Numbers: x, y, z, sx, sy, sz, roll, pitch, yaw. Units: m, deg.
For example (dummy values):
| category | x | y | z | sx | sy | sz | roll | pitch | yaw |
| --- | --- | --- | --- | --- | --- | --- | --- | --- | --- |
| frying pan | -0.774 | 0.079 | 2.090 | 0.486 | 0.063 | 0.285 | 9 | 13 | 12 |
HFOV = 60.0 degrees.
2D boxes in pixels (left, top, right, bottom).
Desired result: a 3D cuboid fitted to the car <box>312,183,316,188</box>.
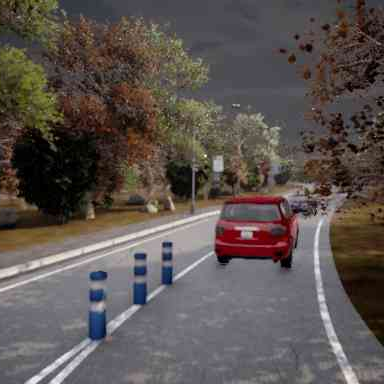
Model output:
| category | x | y | z | sx | sy | sz | roll | pitch | yaw |
| --- | --- | --- | --- | --- | --- | --- | --- | --- | --- |
| car | 23.373 | -1.043 | 61.623 | 2.128 | 1.511 | 4.902 | 0 | 3 | 25 |

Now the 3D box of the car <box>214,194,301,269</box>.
| category | x | y | z | sx | sy | sz | roll | pitch | yaw |
| --- | --- | --- | --- | --- | --- | --- | --- | --- | --- |
| car | 2.365 | 1.133 | 11.299 | 2.150 | 2.045 | 5.566 | 0 | 2 | 20 |

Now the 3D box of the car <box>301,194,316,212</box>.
| category | x | y | z | sx | sy | sz | roll | pitch | yaw |
| --- | --- | --- | --- | --- | --- | --- | --- | --- | --- |
| car | 8.147 | 0.848 | 24.934 | 2.033 | 1.411 | 5.357 | -1 | 2 | 27 |
